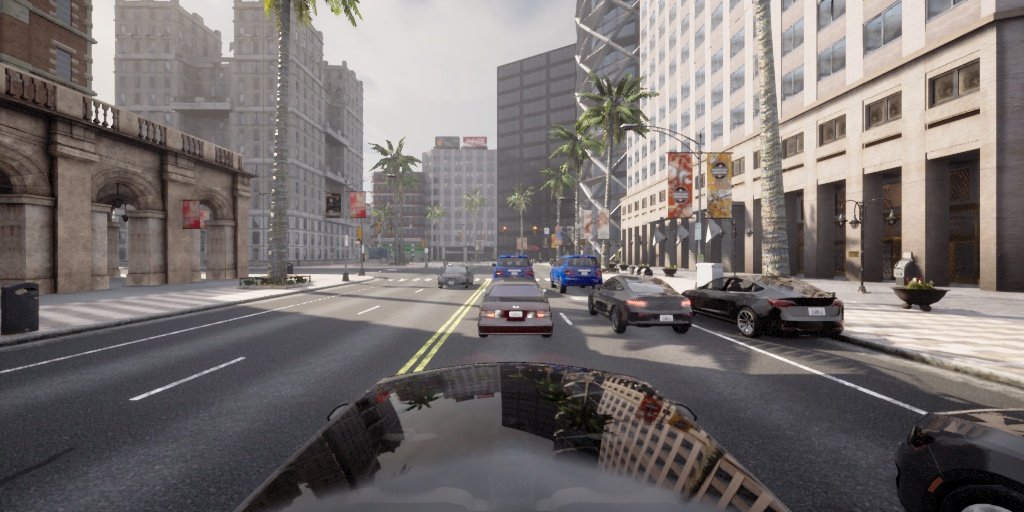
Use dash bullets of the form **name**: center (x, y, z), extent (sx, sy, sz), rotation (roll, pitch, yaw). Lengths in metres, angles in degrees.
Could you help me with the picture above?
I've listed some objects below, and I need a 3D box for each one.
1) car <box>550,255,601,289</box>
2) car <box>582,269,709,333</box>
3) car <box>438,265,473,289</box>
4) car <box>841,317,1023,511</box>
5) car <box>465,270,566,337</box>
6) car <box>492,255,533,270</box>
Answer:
- **car**: center (3.543, 0.971, 20.583), extent (2.150, 2.045, 5.566), rotation (0, 0, -2)
- **car**: center (3.562, 1.276, 10.620), extent (1.812, 1.442, 4.674), rotation (0, 0, -1)
- **car**: center (-3.591, 1.318, 23.491), extent (1.812, 1.442, 4.674), rotation (0, 0, 0)
- **car**: center (3.601, 1.255, 0.445), extent (1.837, 1.490, 4.892), rotation (0, 0, 0)
- **car**: center (0.068, 1.297, 10.229), extent (2.033, 1.411, 5.357), rotation (0, 0, 0)
- **car**: center (0.044, 0.971, 20.449), extent (2.150, 2.045, 5.566), rotation (0, 0, -2)
